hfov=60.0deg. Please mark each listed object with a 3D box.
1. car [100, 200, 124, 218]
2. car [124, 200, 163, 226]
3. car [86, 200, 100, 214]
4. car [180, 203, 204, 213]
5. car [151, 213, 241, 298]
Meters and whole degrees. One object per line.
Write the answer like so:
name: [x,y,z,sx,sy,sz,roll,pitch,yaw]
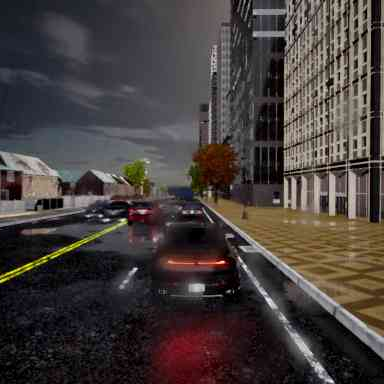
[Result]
car: [-6.714,1.553,30.621,1.812,1.442,4.674,0,0,0]
car: [-3.242,1.368,23.863,2.097,1.767,4.553,0,0,0]
car: [-9.959,1.586,36.472,2.033,1.411,5.357,0,0,0]
car: [-0.006,1.568,27.071,2.033,1.411,5.357,0,0,0]
car: [0.070,1.506,8.494,1.837,1.490,4.892,0,0,0]
